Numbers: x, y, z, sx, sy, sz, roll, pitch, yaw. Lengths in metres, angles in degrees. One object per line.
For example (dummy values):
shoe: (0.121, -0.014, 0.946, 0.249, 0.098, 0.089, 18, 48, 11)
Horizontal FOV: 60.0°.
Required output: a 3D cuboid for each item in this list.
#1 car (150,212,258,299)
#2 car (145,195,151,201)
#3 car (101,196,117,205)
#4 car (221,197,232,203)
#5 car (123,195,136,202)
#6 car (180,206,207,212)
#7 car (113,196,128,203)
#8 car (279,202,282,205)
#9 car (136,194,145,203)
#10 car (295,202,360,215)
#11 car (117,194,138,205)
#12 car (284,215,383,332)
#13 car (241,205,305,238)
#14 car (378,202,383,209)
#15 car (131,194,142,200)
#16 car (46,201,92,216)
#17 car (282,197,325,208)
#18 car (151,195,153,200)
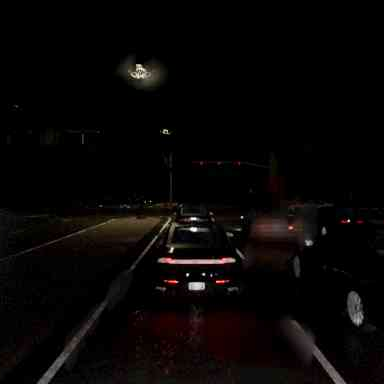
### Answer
car: (0.087, 1.489, 8.452, 2.128, 1.511, 4.902, 0, 0, 0)
car: (-11.612, 1.499, 79.269, 1.812, 1.442, 4.674, 0, 0, 0)
car: (-15.141, 1.458, 60.657, 1.882, 1.535, 5.008, 0, 0, 0)
car: (6.992, 1.579, 67.843, 1.895, 1.301, 4.718, 0, 0, 0)
car: (-15.114, 1.499, 80.538, 2.128, 1.511, 4.902, 0, 0, 0)
car: (0.076, 1.499, 17.874, 1.837, 1.490, 4.892, 0, 0, 0)
car: (-15.099, 1.517, 70.435, 2.033, 1.411, 5.357, 0, 0, 0)
car: (14.125, 1.463, 43.968, 5.008, 1.535, 1.882, 0, 0, 3)
car: (-11.597, 1.478, 68.999, 1.837, 1.490, 4.892, 0, 0, 0)
car: (7.077, 1.499, 16.935, 1.837, 1.490, 4.892, 0, 0, 0)
car: (-11.681, 1.545, 60.177, 1.994, 1.385, 4.181, 0, 0, 1)
car: (3.590, 1.475, 6.849, 1.882, 1.535, 5.008, 0, 0, 0)
car: (3.579, 1.542, 16.469, 2.033, 1.411, 5.357, 0, 0, 0)
car: (26.860, 1.550, 43.651, 4.181, 1.385, 1.994, 0, 0, 0)
car: (-15.109, 1.320, 90.705, 2.097, 1.767, 4.553, 0, 0, 0)
car: (-11.797, 1.553, 32.040, 4.181, 1.385, 1.994, 0, 0, -2)
car: (11.872, 1.515, 33.181, 4.674, 1.442, 1.812, 0, 0, -1)
car: (-11.617, 1.495, 89.676, 2.128, 1.511, 4.902, 0, 0, 0)
